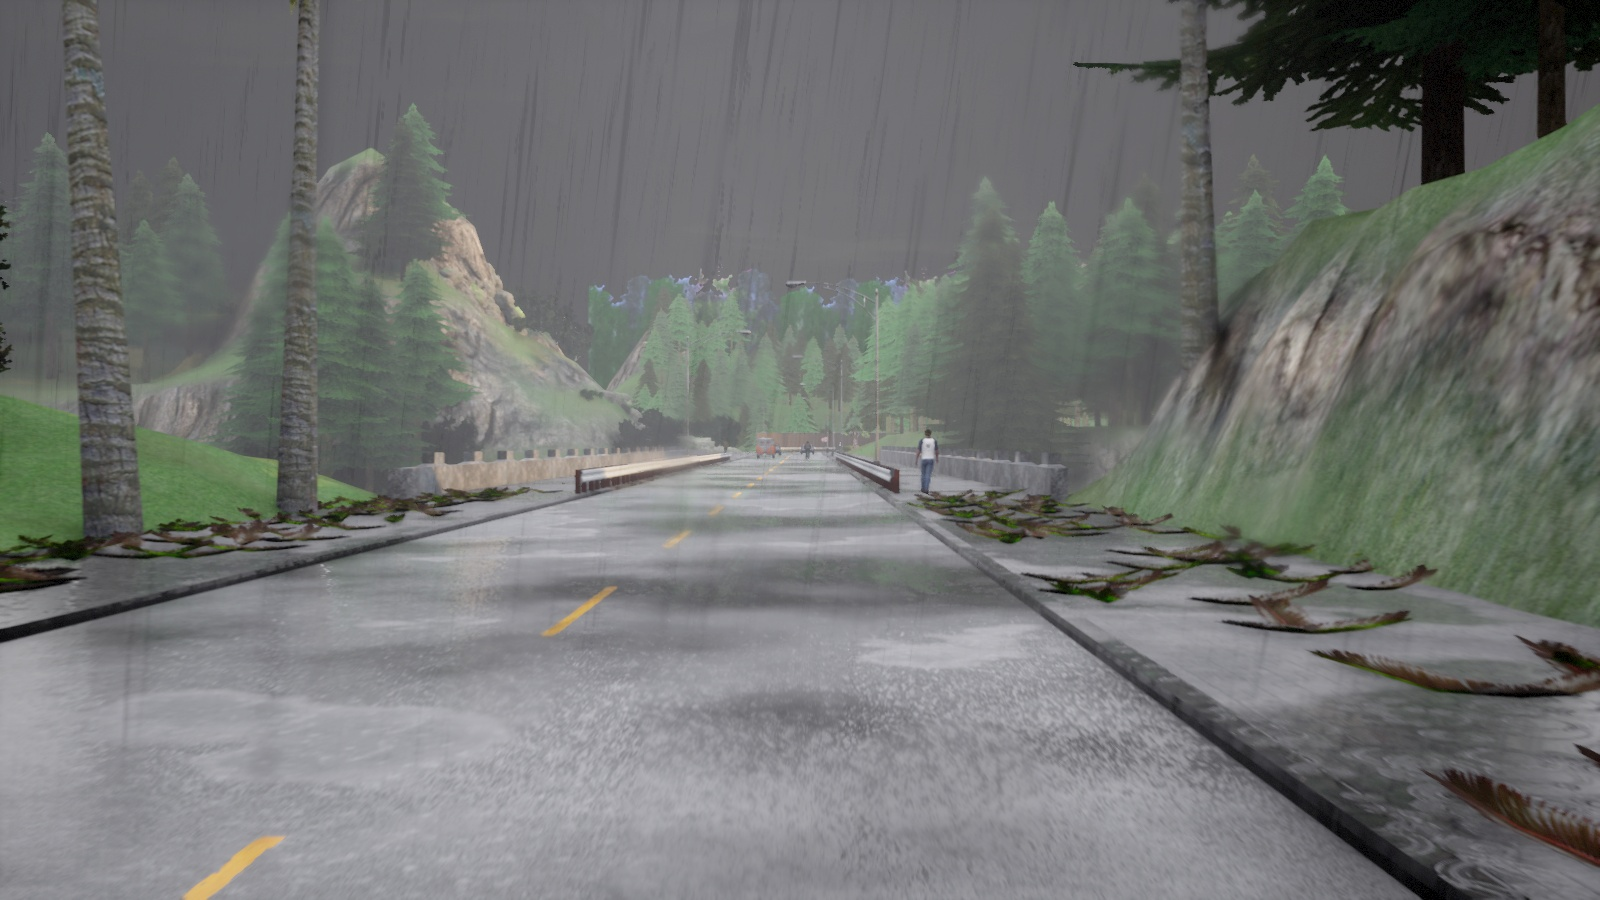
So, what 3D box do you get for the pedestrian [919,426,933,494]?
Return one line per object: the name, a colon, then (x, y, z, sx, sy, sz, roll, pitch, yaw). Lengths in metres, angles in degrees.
pedestrian: (3.434, 0.266, 34.328, 0.354, 1.836, 0.706, 0, 0, 3)
